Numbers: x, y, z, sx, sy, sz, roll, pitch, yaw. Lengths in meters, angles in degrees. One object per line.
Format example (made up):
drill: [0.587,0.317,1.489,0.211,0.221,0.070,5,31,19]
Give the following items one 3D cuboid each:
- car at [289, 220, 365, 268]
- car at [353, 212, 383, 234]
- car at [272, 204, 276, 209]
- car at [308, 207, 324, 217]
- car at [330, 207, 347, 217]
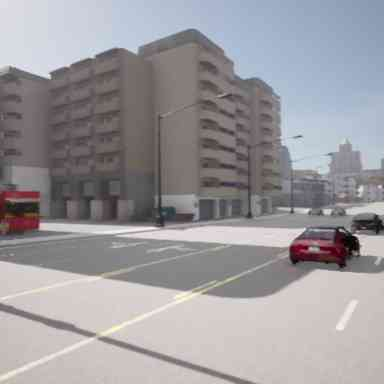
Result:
car: [5.354,1.996,13.167,1.994,1.385,4.181,-2,-2,34]
car: [13.492,2.342,25.522,1.837,1.490,4.892,-2,-2,34]
car: [18.949,3.452,81.119,1.970,1.475,3.806,-2,0,33]
car: [20.895,3.342,55.999,2.128,1.511,4.902,-2,-2,34]
car: [23.893,3.251,54.195,2.128,1.511,4.902,-2,-2,34]
